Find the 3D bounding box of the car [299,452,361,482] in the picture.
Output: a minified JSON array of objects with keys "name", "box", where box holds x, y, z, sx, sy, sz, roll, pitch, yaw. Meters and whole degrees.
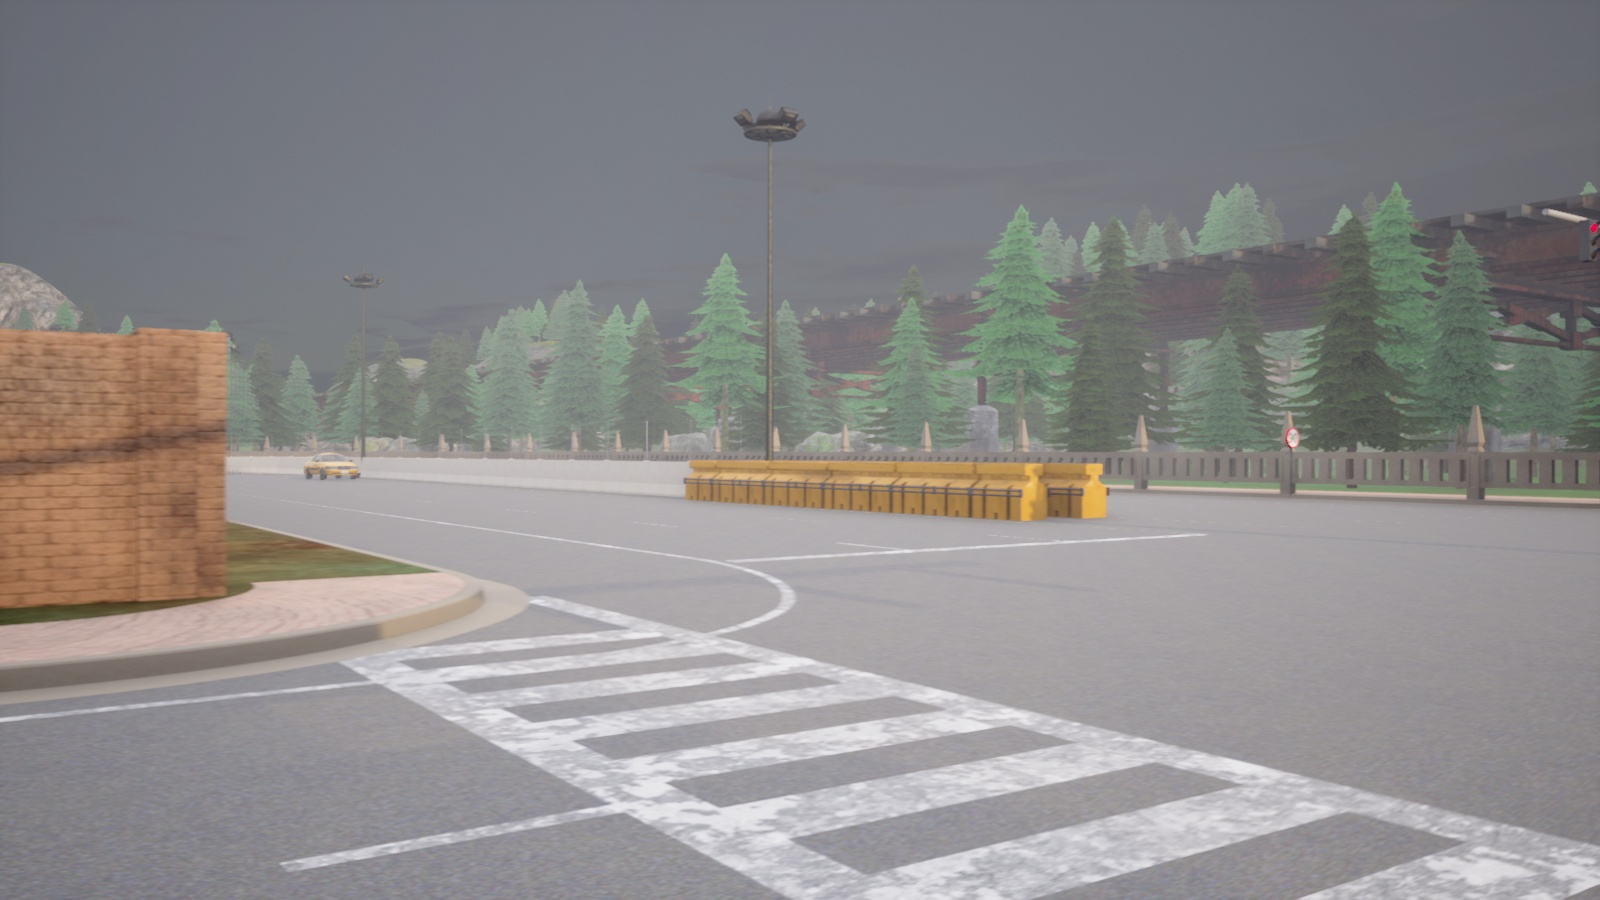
[{"name":"car","box":[-25.333,0.896,67.561,1.801,1.575,5.366,0,0,-35]}]
